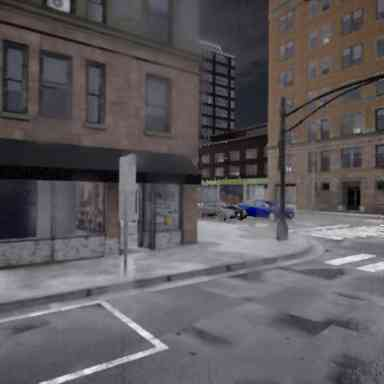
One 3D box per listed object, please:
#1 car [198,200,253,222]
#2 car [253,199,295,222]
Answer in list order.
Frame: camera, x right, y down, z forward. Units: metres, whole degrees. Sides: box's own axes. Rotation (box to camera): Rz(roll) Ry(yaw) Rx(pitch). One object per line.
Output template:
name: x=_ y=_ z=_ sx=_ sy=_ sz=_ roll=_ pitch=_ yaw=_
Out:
car: x=2.098 y=1.384 z=24.593 sx=1.994 sy=1.385 sz=4.181 roll=1 pitch=0 yaw=-35
car: x=5.510 y=1.339 z=25.395 sx=1.882 sy=1.535 sz=5.008 roll=1 pitch=0 yaw=-35
